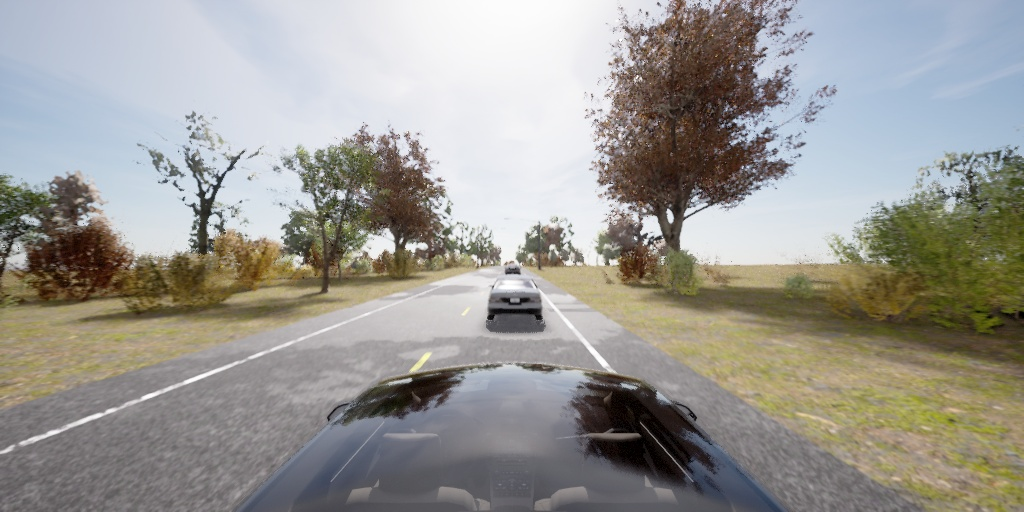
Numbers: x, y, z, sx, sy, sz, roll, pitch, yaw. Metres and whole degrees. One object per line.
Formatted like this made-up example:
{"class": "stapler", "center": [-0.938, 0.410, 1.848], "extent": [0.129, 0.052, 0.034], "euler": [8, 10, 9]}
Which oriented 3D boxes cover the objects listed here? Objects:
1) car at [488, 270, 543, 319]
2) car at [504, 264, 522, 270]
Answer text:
{"class": "car", "center": [0.094, 1.413, 13.351], "extent": [2.033, 1.411, 5.357], "euler": [0, -1, 0]}
{"class": "car", "center": [0.097, 1.718, 43.262], "extent": [1.837, 1.490, 4.892], "euler": [0, 0, 0]}
